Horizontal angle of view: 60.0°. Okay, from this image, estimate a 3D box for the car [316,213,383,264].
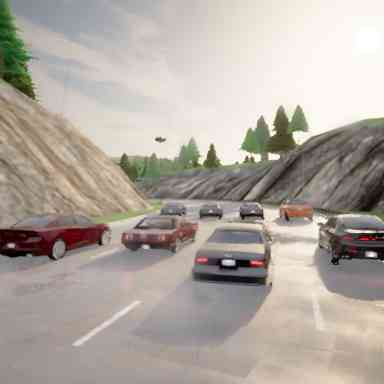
[{"bbox_3d":[5.613,1.509,11.642,1.837,1.490,4.892,0,0,14],"label":"car"}]

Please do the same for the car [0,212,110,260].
[{"bbox_3d":[-4.949,1.508,12.703,1.882,1.535,5.008,0,0,15],"label":"car"}]

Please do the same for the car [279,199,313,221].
[{"bbox_3d":[8.603,1.373,27.828,2.097,1.767,4.553,0,0,7],"label":"car"}]

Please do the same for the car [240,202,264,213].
[{"bbox_3d":[5.285,1.595,29.505,1.994,1.385,4.181,0,0,7],"label":"car"}]

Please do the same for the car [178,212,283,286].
[{"bbox_3d":[1.459,1.559,9.534,2.033,1.411,5.357,0,0,16],"label":"car"}]

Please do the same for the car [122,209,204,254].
[{"bbox_3d":[-1.052,1.624,13.750,1.895,1.301,4.718,0,0,14],"label":"car"}]

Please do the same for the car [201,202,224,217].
[{"bbox_3d":[1.811,1.603,29.885,1.994,1.385,4.181,0,0,7],"label":"car"}]

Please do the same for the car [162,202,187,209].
[{"bbox_3d":[-1.607,1.612,30.707,1.994,1.385,4.181,0,0,7],"label":"car"}]
